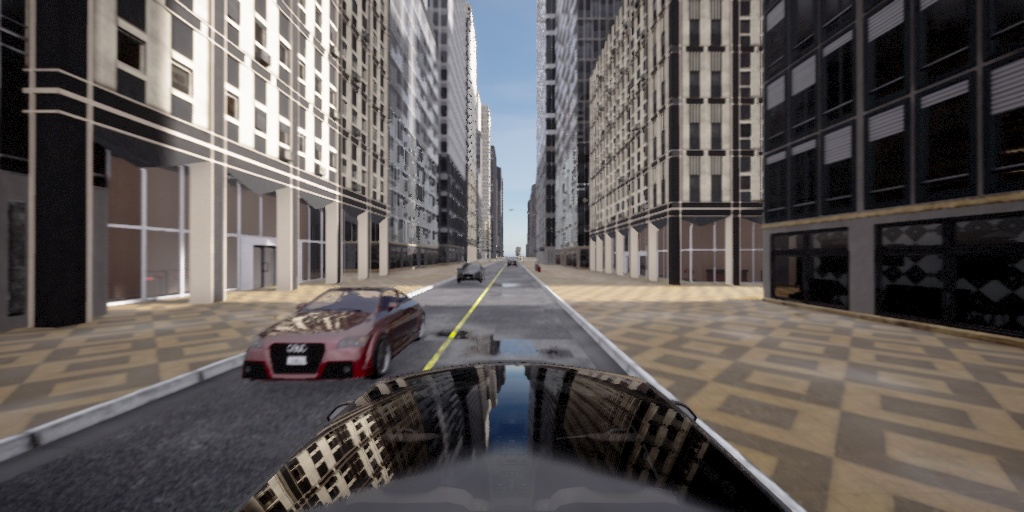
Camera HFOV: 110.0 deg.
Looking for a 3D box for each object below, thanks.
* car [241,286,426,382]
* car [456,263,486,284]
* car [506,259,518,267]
[{"bbox_3d":[-3.087,1.316,7.134,1.994,1.385,4.181,0,0,0],"label":"car"},{"bbox_3d":[-3.049,1.266,27.446,1.837,1.490,4.892,0,-1,0],"label":"car"},{"bbox_3d":[0.016,1.270,65.480,1.837,1.490,4.892,0,0,0],"label":"car"}]
